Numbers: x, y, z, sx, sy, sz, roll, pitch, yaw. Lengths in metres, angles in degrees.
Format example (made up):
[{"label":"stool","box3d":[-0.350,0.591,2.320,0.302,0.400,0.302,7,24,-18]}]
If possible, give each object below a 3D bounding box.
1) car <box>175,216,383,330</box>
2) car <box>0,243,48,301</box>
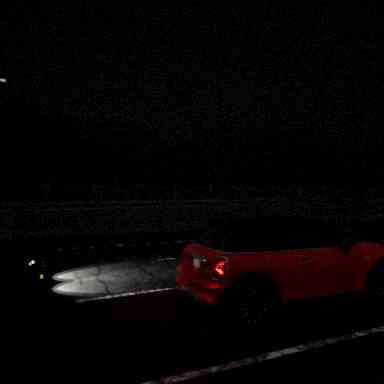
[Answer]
[{"label":"car","box3d":[2.033,1.282,6.788,4.553,1.767,2.097,0,-1,-23]},{"label":"car","box3d":[-5.500,1.614,7.407,4.181,1.385,1.994,-1,0,-23]}]
